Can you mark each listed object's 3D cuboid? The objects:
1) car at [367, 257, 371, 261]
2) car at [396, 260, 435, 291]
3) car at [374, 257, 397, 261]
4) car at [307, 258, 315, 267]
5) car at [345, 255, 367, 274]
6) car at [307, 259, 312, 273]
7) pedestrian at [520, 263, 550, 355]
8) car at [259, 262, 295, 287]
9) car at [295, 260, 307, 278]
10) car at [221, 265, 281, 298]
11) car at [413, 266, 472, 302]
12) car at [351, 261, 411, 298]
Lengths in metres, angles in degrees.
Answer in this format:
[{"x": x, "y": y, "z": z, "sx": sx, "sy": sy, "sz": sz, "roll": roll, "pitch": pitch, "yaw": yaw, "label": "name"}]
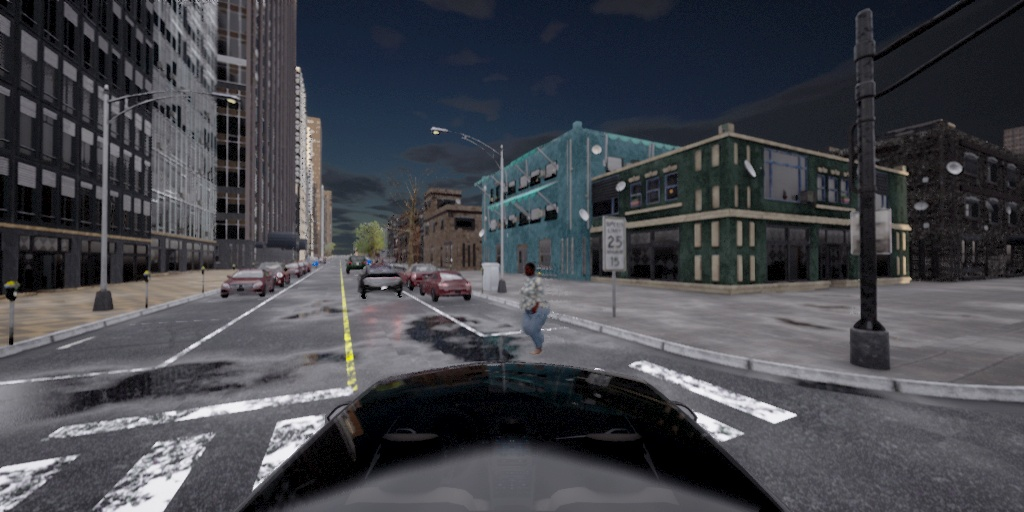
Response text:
[{"x": -15.139, "y": 1.053, "z": 41.598, "sx": 2.192, "sy": 1.841, "sz": 5.009, "roll": 0, "pitch": 0, "yaw": -26, "label": "car"}, {"x": -5.533, "y": 1.171, "z": 21.598, "sx": 1.967, "sy": 1.591, "sz": 4.097, "roll": 0, "pitch": 0, "yaw": -26, "label": "car"}, {"x": -12.737, "y": 1.053, "z": 36.596, "sx": 2.192, "sy": 1.841, "sz": 5.009, "roll": 0, "pitch": 0, "yaw": -26, "label": "car"}, {"x": -25.095, "y": 1.248, "z": 42.969, "sx": 1.888, "sy": 1.381, "sz": 4.507, "roll": 0, "pitch": 0, "yaw": -26, "label": "car"}, {"x": -18.170, "y": 0.953, "z": 41.910, "sx": 2.150, "sy": 2.045, "sz": 5.566, "roll": 0, "pitch": 0, "yaw": -26, "label": "car"}, {"x": -22.694, "y": 1.286, "z": 37.969, "sx": 1.802, "sy": 1.307, "sz": 4.207, "roll": 0, "pitch": 0, "yaw": -26, "label": "car"}, {"x": 0.437, "y": 1.009, "z": 7.099, "sx": 0.375, "sy": 1.860, "sz": 0.375, "roll": 1, "pitch": -1, "yaw": -26, "label": "pedestrian"}, {"x": -15.488, "y": 1.140, "z": 22.969, "sx": 1.967, "sy": 1.591, "sz": 4.097, "roll": 0, "pitch": 0, "yaw": -26, "label": "car"}, {"x": -20.292, "y": 1.286, "z": 32.967, "sx": 1.802, "sy": 1.307, "sz": 4.207, "roll": 0, "pitch": 0, "yaw": -26, "label": "car"}, {"x": -13.087, "y": 1.279, "z": 17.970, "sx": 1.802, "sy": 1.307, "sz": 4.207, "roll": 0, "pitch": 0, "yaw": -26, "label": "car"}, {"x": -3.131, "y": 1.309, "z": 16.597, "sx": 1.802, "sy": 1.307, "sz": 4.207, "roll": 0, "pitch": 0, "yaw": -26, "label": "car"}, {"x": -6.754, "y": 1.210, "z": 18.139, "sx": 2.128, "sy": 1.511, "sz": 4.902, "roll": 0, "pitch": 0, "yaw": -26, "label": "car"}]
